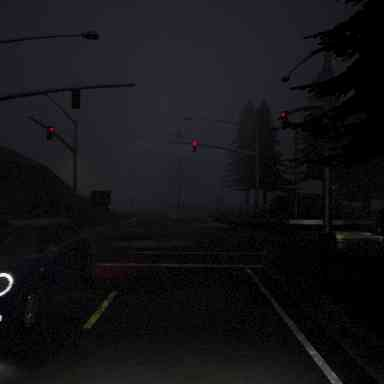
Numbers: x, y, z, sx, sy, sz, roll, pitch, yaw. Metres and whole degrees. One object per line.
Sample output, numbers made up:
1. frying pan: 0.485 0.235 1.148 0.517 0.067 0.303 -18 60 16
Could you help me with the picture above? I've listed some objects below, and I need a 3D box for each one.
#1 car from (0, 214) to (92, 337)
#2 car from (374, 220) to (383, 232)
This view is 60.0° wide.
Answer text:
1. car: -3.649 1.390 6.815 2.097 1.767 4.553 0 -1 0
2. car: 14.214 1.864 21.230 4.553 1.767 2.097 0 -1 0
